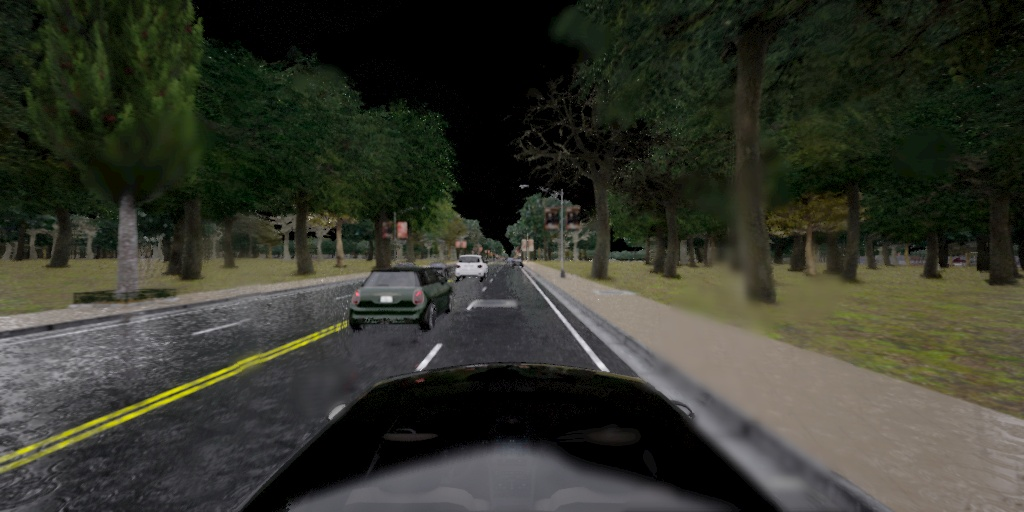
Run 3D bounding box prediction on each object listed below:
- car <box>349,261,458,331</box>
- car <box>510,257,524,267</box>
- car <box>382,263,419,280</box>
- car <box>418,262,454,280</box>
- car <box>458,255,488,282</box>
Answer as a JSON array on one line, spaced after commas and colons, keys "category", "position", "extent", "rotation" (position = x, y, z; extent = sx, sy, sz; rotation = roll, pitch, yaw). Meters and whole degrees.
[{"category": "car", "position": [-3.157, 1.098, 11.138], "extent": [2.097, 1.767, 4.553], "rotation": [0, 0, 0]}, {"category": "car", "position": [0.967, 1.168, 60.125], "extent": [1.812, 1.442, 4.674], "rotation": [0, 0, 0]}, {"category": "car", "position": [-9.897, 1.311, 32.290], "extent": [1.895, 1.301, 4.718], "rotation": [0, 0, 0]}, {"category": "car", "position": [-6.648, 1.258, 32.024], "extent": [2.033, 1.411, 5.357], "rotation": [0, 0, 0]}, {"category": "car", "position": [-3.191, 0.938, 29.025], "extent": [2.150, 2.045, 5.566], "rotation": [0, 0, 0]}]
